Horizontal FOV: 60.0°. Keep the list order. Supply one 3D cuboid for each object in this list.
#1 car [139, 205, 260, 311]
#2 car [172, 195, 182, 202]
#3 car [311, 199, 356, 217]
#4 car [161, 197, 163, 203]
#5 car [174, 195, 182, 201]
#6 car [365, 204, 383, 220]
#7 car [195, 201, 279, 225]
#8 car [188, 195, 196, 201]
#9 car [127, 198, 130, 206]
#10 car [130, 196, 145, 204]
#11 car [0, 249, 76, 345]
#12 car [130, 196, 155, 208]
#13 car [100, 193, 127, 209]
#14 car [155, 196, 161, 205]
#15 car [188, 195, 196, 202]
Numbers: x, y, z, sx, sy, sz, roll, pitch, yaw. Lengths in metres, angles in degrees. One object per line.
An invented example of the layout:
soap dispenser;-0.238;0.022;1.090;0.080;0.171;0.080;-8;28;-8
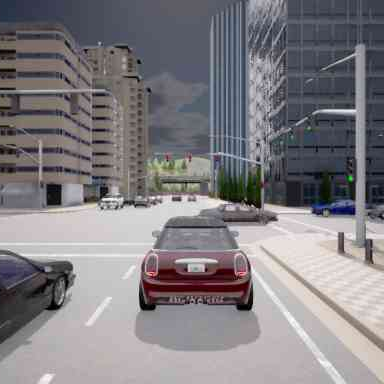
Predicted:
car;0.082;1.352;7.940;2.097;1.767;4.553;0;0;0
car;-3.503;1.469;74.695;1.882;1.535;5.008;0;0;0
car;13.292;1.422;29.837;5.008;1.535;1.882;0;0;1
car;-7.016;1.491;67.708;2.128;1.511;4.902;0;0;0
car;-3.504;1.508;84.305;2.033;1.411;5.357;0;0;0
car;16.279;1.436;26.314;4.902;1.511;2.128;0;0;0
car;3.061;1.495;22.685;5.357;1.411;2.033;0;0;0
car;-0.004;1.493;84.305;1.812;1.442;4.674;0;0;0
car;-10.594;1.600;54.201;1.895;1.301;4.718;0;0;0
car;-10.542;1.491;64.578;2.128;1.511;4.902;0;0;1
car;-3.434;1.547;4.742;2.033;1.411;5.357;0;0;0
car;-7.101;1.547;47.946;2.033;1.411;5.357;0;0;0
car;-10.601;1.221;44.433;2.150;2.045;5.566;0;0;0
car;-7.083;1.491;57.459;2.128;1.511;4.902;0;0;0
car;-0.004;1.546;75.812;1.994;1.385;4.181;0;0;0
